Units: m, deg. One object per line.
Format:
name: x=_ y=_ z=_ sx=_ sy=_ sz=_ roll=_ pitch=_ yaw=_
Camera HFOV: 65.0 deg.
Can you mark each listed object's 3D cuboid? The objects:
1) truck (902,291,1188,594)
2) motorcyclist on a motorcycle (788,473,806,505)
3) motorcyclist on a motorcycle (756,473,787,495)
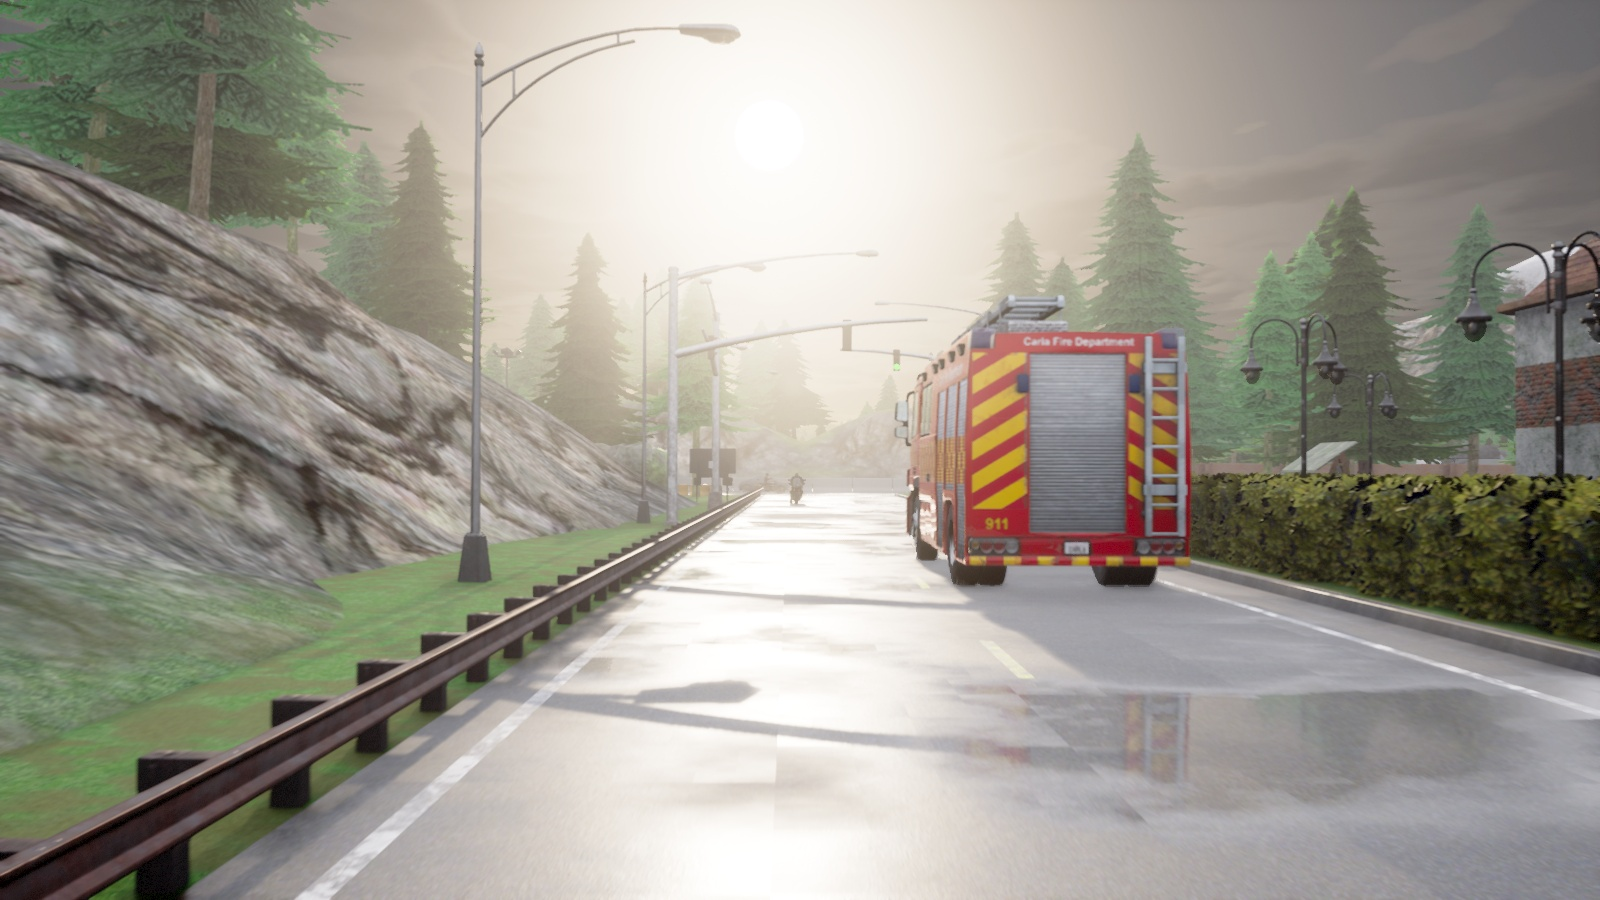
truck: x=3.447 y=-0.027 z=20.151 sx=2.891 sy=3.827 sz=8.468 roll=0 pitch=-1 yaw=0
motorcyclist on a motorcycle: x=-0.145 y=1.855 z=60.029 sx=0.866 sy=1.530 sz=2.191 roll=0 pitch=-1 yaw=0
motorcyclist on a motorcycle: x=-2.118 y=2.533 z=93.408 sx=2.350 sy=1.649 sz=0.766 roll=0 pitch=-1 yaw=-1
